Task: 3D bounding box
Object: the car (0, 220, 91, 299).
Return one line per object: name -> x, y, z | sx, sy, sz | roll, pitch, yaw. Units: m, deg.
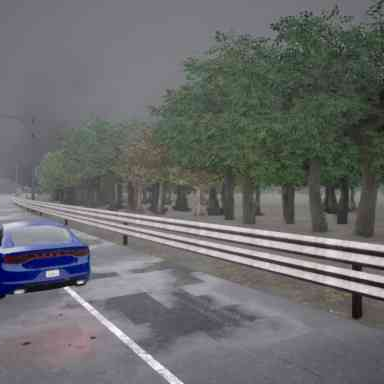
car -> -4.204, 1.478, 8.671 | 1.882, 1.535, 5.008 | 0, 0, -35
